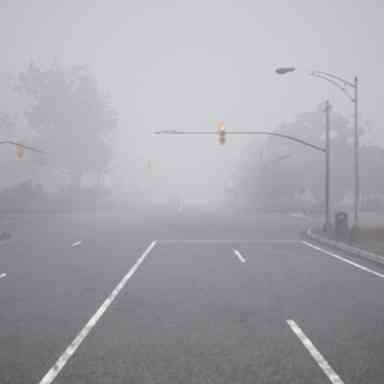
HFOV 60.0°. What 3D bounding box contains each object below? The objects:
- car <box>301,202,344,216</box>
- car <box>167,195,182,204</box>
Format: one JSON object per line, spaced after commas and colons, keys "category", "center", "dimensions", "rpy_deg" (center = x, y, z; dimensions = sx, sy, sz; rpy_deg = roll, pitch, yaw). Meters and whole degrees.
{"category": "car", "center": [13.791, 1.774, 35.238], "dimensions": [4.181, 1.385, 1.994], "rpy_deg": [0, 0, -3]}
{"category": "car", "center": [-3.922, 1.632, 75.074], "dimensions": [2.150, 2.045, 5.566], "rpy_deg": [0, 0, -2]}
